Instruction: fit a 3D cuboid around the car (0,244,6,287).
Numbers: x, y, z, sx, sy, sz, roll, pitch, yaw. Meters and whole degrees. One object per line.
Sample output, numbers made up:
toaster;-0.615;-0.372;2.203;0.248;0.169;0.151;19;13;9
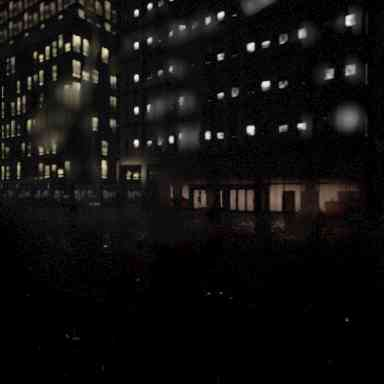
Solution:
car;-5.973;1.325;7.129;5.009;1.841;2.192;0;0;36
